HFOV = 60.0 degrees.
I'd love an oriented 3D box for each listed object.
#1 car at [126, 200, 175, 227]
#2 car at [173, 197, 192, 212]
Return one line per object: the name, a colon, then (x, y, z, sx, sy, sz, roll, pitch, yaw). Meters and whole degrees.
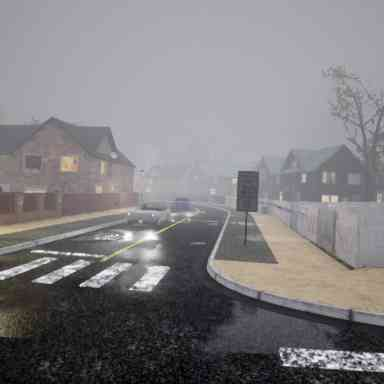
car: (-2.682, 1.403, 21.475, 1.895, 1.301, 4.718, 3, 0, 8)
car: (-1.044, 1.271, 36.029, 1.882, 1.535, 5.008, 3, 0, 2)
